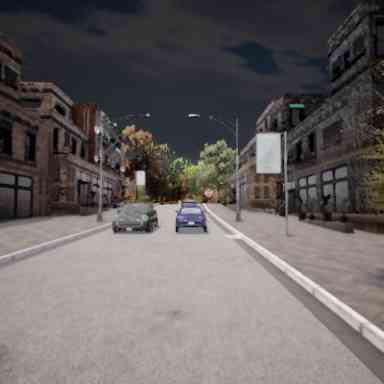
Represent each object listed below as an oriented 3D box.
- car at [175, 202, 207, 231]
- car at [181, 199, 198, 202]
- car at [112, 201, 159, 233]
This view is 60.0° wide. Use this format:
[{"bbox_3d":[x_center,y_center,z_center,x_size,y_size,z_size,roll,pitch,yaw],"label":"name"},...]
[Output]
[{"bbox_3d":[-0.085,1.550,20.542,1.812,1.442,4.674,0,0,-1],"label":"car"},{"bbox_3d":[-0.335,1.522,39.636,2.128,1.511,4.902,0,0,-1],"label":"car"},{"bbox_3d":[-3.249,1.376,19.701,2.097,1.767,4.553,0,0,1],"label":"car"}]
